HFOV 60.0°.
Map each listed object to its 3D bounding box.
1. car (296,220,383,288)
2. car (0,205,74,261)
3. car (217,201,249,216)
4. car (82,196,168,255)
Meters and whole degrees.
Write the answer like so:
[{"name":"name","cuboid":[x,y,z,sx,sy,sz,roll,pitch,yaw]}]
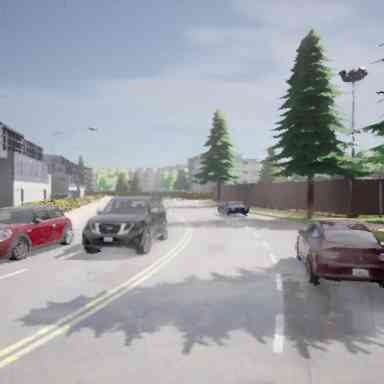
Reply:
[{"name":"car","cuboid":[4.004,1.507,9.169,1.812,1.442,4.674,0,0,12]},{"name":"car","cuboid":[-6.267,1.318,12.179,2.097,1.767,4.553,0,0,9]},{"name":"car","cuboid":[3.757,1.531,31.297,1.895,1.301,4.718,0,0,-10]},{"name":"car","cuboid":[-2.412,1.187,13.596,2.150,2.045,5.566,0,0,7]}]
